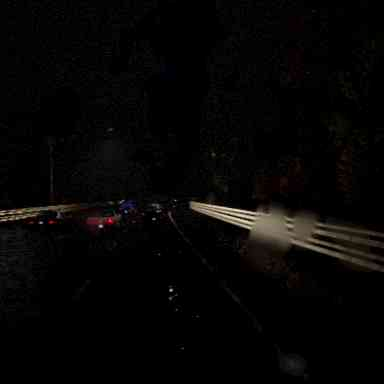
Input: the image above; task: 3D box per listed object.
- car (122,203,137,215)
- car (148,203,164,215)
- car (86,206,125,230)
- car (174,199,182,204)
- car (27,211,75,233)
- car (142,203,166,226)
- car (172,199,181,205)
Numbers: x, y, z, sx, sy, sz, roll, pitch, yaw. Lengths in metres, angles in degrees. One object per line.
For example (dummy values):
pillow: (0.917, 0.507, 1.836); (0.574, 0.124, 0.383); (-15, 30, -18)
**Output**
car: (-7.976, 2.149, 41.460); (1.812, 1.442, 4.674); (-1, -1, -5)
car: (-4.563, 2.120, 42.536); (1.994, 1.385, 4.181); (-1, -1, -5)
car: (-6.297, 1.997, 24.257); (1.895, 1.301, 4.718); (-1, -1, -6)
car: (-3.868, 2.653, 92.398); (1.895, 1.301, 4.718); (-1, -1, -2)
car: (-9.719, 2.012, 23.319); (2.033, 1.411, 5.357); (-1, -1, -6)
car: (-3.082, 1.878, 27.052); (1.812, 1.442, 4.674); (-1, -1, -6)
car: (-3.712, 2.421, 82.793); (1.812, 1.442, 4.674); (-1, -1, 0)
